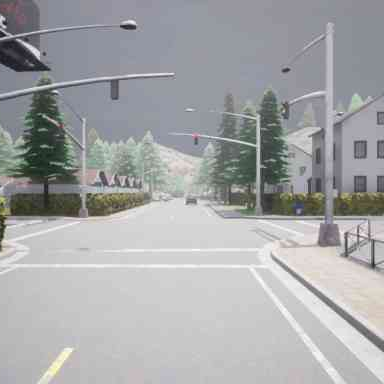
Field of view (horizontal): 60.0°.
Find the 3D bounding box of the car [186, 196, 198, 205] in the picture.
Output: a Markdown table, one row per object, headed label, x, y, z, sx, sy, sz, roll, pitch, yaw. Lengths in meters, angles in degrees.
| label | x | y | z | sx | sy | sz | roll | pitch | yaw |
| --- | --- | --- | --- | --- | --- | --- | --- | --- | --- |
| car | -0.081 | 1.505 | 59.182 | 1.837 | 1.490 | 4.892 | 0 | 0 | 0 |
